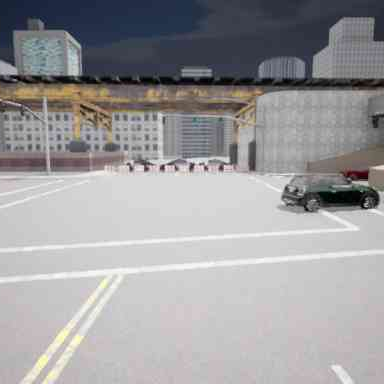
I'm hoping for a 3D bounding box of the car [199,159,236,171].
[{"bbox_3d":[3.417,-3.690,44.935,4.974,1.542,2.038,4,8,29],"label":"car"}]

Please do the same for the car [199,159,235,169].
[{"bbox_3d":[3.371,-3.849,44.940,4.536,1.218,1.853,4,8,29],"label":"car"}]

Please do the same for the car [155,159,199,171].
[{"bbox_3d":[-1.956,-3.594,44.197,4.974,1.542,2.038,-5,9,-36],"label":"car"}]

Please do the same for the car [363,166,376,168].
[{"bbox_3d":[16.008,-1.717,30.790,4.718,1.301,1.895,0,7,-1],"label":"car"}]

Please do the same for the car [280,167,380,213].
[{"bbox_3d":[6.784,-0.120,16.291,4.553,1.767,2.097,-2,8,-13],"label":"car"}]

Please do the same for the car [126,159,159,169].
[{"bbox_3d":[-6.602,-3.758,44.240,4.536,1.218,1.853,7,10,44],"label":"car"}]

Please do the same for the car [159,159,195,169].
[{"bbox_3d":[-1.914,-3.754,44.207,4.536,1.218,1.853,-5,9,-36],"label":"car"}]

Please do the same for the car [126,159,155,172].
[{"bbox_3d":[-6.564,-3.597,44.225,4.974,1.542,2.038,7,10,44],"label":"car"}]
